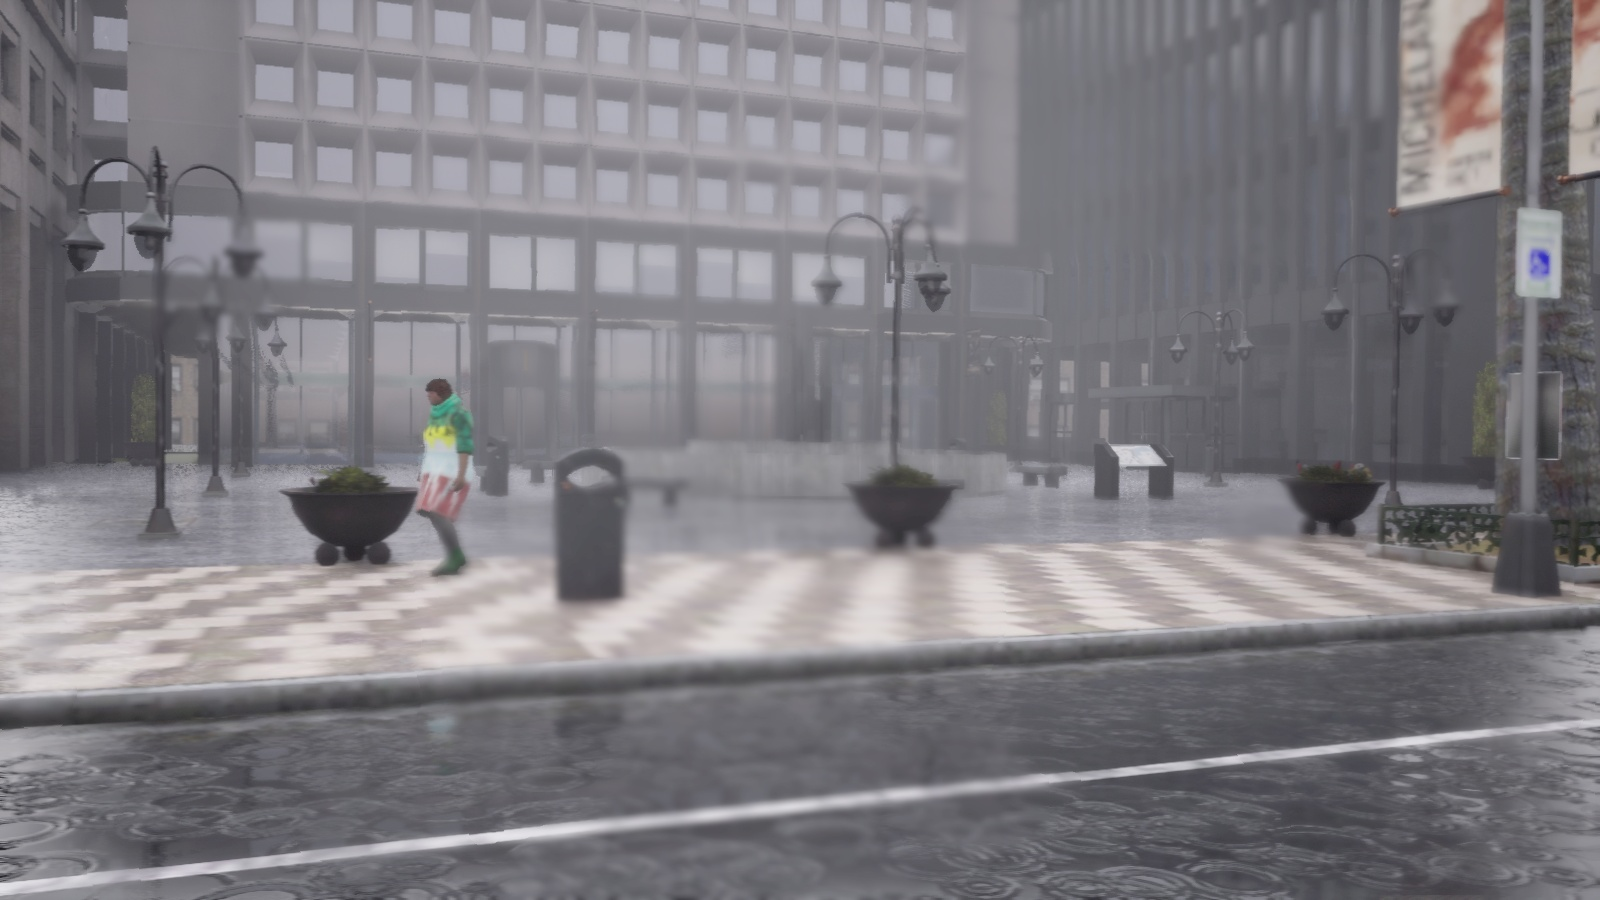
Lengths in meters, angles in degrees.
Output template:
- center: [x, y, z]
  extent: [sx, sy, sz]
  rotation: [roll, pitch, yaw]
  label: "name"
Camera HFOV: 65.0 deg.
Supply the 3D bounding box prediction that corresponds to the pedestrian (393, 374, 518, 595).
- center: [-3.182, 0.297, 11.603]
  extent: [0.873, 1.952, 0.659]
  rotation: [-2, 1, -43]
  label: "pedestrian"
